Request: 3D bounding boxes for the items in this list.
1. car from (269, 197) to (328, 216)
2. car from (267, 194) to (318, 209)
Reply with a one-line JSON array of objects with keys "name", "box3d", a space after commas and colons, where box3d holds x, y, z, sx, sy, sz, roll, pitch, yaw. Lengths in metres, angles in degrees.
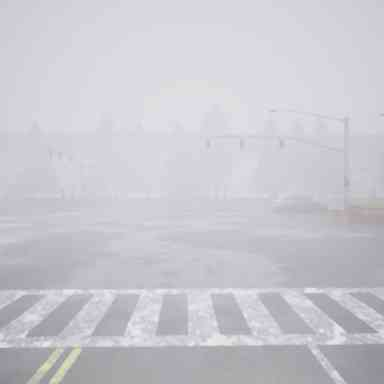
[{"name": "car", "box3d": [10.453, 1.482, 32.130, 5.008, 1.535, 1.882, 0, 0, -2]}, {"name": "car", "box3d": [10.911, 1.228, 35.643, 5.566, 2.045, 2.150, 0, 0, -2]}]
